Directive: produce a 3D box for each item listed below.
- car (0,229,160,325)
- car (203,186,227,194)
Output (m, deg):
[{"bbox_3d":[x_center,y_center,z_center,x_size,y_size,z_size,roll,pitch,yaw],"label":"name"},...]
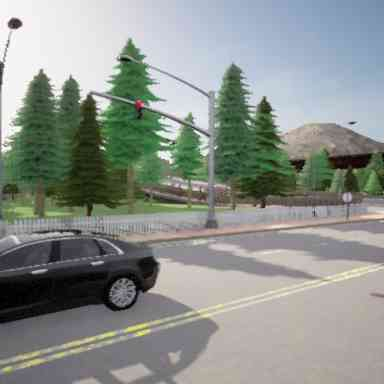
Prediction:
[{"bbox_3d":[-2.953,1.505,6.185,4.892,1.490,1.837,0,0,-35],"label":"car"},{"bbox_3d":[4.310,0.124,68.107,2.097,1.767,4.553,0,6,-37],"label":"car"}]
